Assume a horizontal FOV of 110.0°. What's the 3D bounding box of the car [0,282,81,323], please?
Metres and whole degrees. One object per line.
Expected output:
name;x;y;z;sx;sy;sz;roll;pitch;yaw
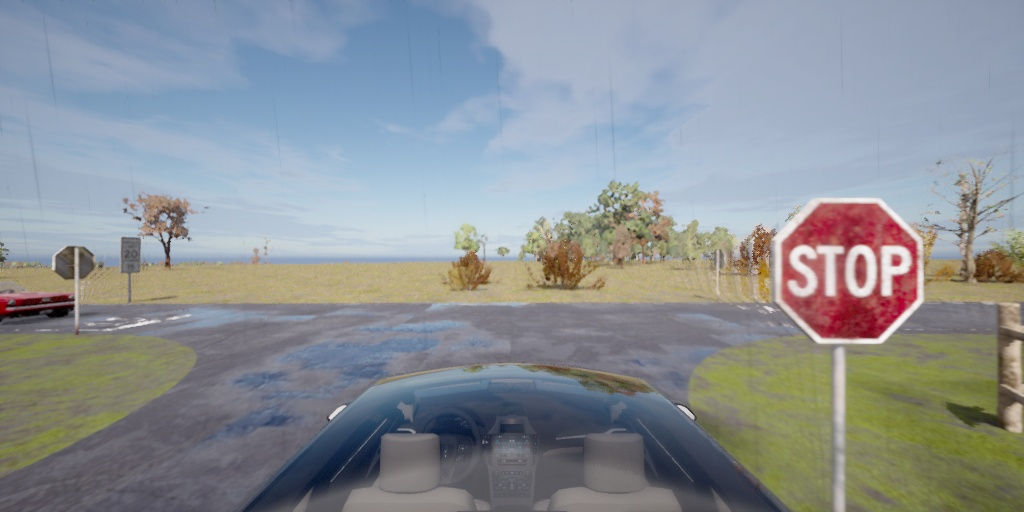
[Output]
car;-17.054;1.478;11.475;4.718;1.301;1.895;0;0;1
